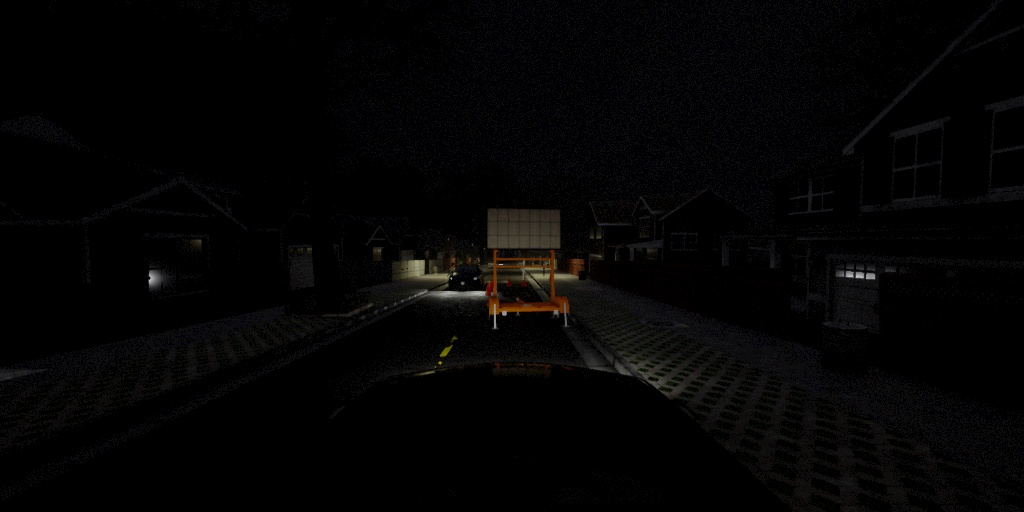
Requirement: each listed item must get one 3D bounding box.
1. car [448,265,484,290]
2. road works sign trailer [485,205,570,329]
[{"bbox_3d":[-2.767,1.270,22.468,1.812,1.442,4.674,0,0,0],"label":"car"},{"bbox_3d":[0.353,0.209,11.324,2.380,3.560,2.880,0,0,-7],"label":"road works sign trailer"}]
